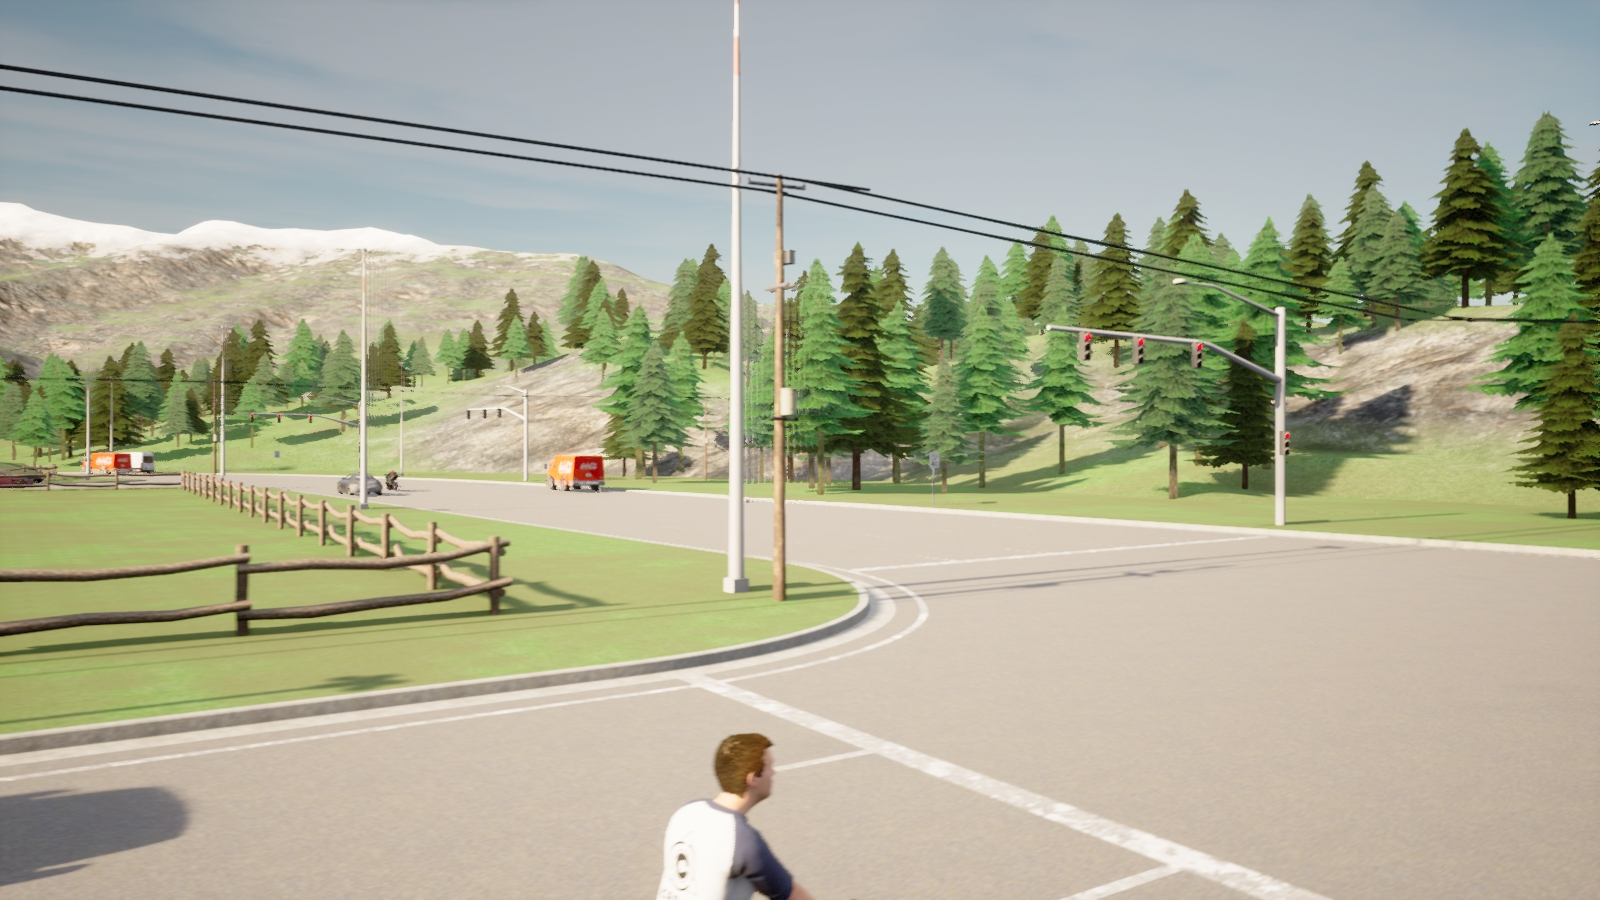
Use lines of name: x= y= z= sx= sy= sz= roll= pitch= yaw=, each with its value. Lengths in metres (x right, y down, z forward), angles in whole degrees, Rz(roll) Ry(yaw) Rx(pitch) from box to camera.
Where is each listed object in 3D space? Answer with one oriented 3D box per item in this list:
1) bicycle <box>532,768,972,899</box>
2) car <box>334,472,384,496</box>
bicycle: x=-0.117 y=2.059 z=4.115 sx=1.643 sy=1.496 sz=0.373 roll=1 pitch=0 yaw=-35
car: x=-27.768 y=2.132 z=71.932 sx=1.994 sy=1.385 sz=4.181 roll=0 pitch=0 yaw=-35
